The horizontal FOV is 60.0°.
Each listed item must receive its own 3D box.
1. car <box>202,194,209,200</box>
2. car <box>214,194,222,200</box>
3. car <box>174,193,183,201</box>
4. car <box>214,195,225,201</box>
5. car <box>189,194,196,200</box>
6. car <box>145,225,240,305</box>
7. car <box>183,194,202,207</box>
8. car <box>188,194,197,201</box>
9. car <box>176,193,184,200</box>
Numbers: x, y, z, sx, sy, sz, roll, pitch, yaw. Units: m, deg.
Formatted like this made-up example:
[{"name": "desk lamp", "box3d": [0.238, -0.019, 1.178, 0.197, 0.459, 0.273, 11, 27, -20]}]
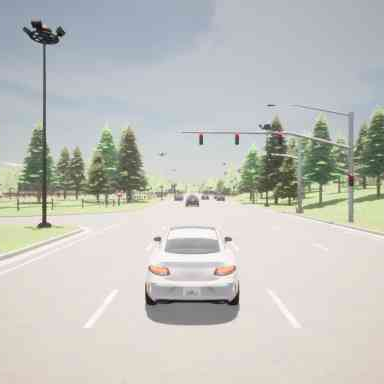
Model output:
[{"name": "car", "box3d": [3.640, 1.355, 93.251, 2.097, 1.767, 4.553, 0, 0, 0]}, {"name": "car", "box3d": [7.140, 1.385, 92.862, 1.994, 1.385, 4.181, 0, 0, 0]}, {"name": "car", "box3d": [-3.375, 1.544, 82.842, 1.994, 1.385, 4.181, 0, 0, 0]}, {"name": "car", "box3d": [7.124, 1.517, 82.442, 2.128, 1.511, 4.902, 0, 0, 0]}, {"name": "car", "box3d": [0.140, 1.332, 92.873, 1.837, 1.490, 4.892, 0, 0, 0]}, {"name": "car", "box3d": [0.018, 1.526, 7.937, 1.812, 1.442, 4.674, 0, 0, 0]}, {"name": "car", "box3d": [0.078, 1.352, 51.810, 2.097, 1.767, 4.553, 0, 0, 0]}, {"name": "car", "box3d": [0.125, 1.347, 82.840, 2.097, 1.767, 4.553, 0, 0, 0]}, {"name": "car", "box3d": [-3.360, 1.187, 92.848, 2.097, 1.767, 4.553, 0, 0, 0]}]
